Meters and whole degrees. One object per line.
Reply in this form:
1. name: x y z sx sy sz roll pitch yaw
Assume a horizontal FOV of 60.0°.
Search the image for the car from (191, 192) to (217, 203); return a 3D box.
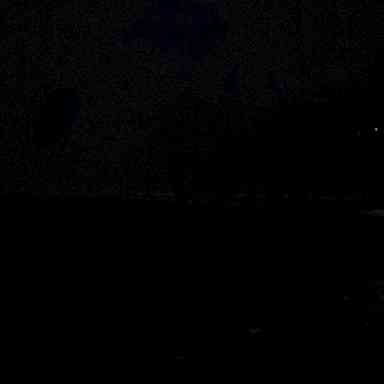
1. car: 1.789 0.796 50.788 2.128 1.511 4.902 -2 2 -36
